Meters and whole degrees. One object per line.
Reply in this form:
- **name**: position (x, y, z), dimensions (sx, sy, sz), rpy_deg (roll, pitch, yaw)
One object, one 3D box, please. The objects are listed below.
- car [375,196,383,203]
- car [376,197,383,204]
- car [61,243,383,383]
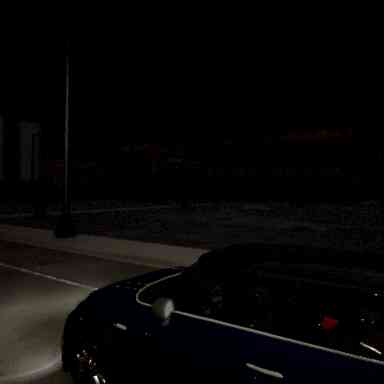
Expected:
- **car**: position (39.613, 1.569, 68.190), dimensions (1.853, 1.218, 4.536), rpy_deg (1, 1, 6)
- **car**: position (39.606, 1.727, 68.140), dimensions (2.038, 1.542, 4.974), rpy_deg (1, 1, 6)
- **car**: position (0.657, 1.351, 3.524), dimensions (4.553, 1.767, 2.097), rpy_deg (0, 0, 36)
